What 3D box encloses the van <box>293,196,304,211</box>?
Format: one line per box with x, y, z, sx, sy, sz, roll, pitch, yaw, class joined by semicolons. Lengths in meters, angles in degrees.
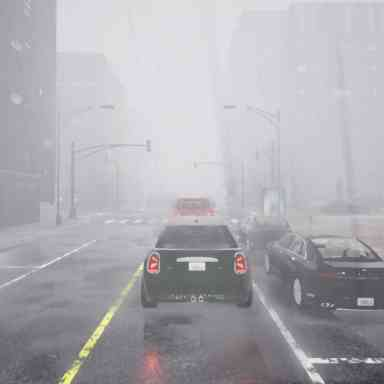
13.748;1.296;38.178;3.998;1.788;1.690;0;0;0;van

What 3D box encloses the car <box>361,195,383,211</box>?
19.275;1.228;38.141;5.009;1.841;2.192;0;0;0;car

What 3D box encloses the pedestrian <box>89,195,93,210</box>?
-12.546;1.347;41.312;0.375;1.860;0.375;0;0;0;pedestrian

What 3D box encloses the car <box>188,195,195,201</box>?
-0.038;1.537;90.833;1.837;1.490;4.892;0;0;0;car

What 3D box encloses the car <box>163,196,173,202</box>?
-5.712;1.597;79.245;1.947;1.339;4.313;1;0;0;car

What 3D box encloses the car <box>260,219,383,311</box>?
2.828;1.553;7.591;2.008;1.369;4.403;1;0;0;car

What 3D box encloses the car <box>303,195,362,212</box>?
14.974;1.385;35.577;5.008;1.535;1.882;0;-1;2;car

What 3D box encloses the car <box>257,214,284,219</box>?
2.825;1.555;13.161;2.008;1.369;4.403;1;0;0;car

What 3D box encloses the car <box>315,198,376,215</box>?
13.691;1.413;29.797;4.206;1.307;1.802;0;0;0;car

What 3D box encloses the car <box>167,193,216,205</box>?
0.080;1.228;17.558;2.150;2.045;5.566;0;0;0;car

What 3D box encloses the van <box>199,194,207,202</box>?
2.671;1.373;79.210;1.690;1.788;3.998;1;0;0;van

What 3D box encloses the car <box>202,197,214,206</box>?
2.677;1.603;56.925;1.802;1.307;4.206;1;0;0;car

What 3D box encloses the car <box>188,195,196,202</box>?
-0.034;1.557;80.947;1.812;1.442;4.674;0;0;0;car

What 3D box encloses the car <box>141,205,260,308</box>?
0.097;1.354;8.087;2.097;1.767;4.553;0;0;0;car

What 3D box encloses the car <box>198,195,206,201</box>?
2.664;1.582;90.351;1.887;1.381;4.507;1;0;0;car

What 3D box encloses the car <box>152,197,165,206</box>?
-5.702;1.566;56.961;1.887;1.381;4.507;1;0;0;car

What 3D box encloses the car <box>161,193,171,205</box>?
-3.142;1.240;51.043;2.150;2.045;5.566;0;0;0;car

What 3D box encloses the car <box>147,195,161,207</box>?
-5.696;1.334;51.390;2.192;1.841;5.009;1;0;0;car

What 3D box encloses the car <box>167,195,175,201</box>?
-5.717;1.603;90.387;1.947;1.339;4.313;1;0;0;car

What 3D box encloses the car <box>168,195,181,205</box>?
-3.093;1.375;60.612;2.097;1.767;4.553;0;0;0;car

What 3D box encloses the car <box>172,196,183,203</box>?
-3.029;1.553;70.682;2.128;1.511;4.902;0;0;0;car

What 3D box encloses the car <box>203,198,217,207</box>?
2.680;1.585;51.354;1.947;1.339;4.313;1;0;0;car
